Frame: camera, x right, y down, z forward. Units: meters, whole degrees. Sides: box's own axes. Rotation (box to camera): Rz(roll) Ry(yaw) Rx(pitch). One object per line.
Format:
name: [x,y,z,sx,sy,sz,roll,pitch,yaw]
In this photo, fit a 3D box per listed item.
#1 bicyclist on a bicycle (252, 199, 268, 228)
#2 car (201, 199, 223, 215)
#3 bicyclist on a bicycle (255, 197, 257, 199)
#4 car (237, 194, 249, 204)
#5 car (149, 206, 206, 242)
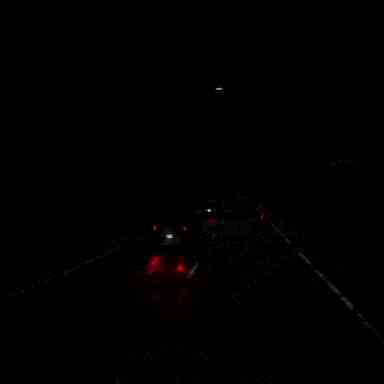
bicyclist on a bicycle: [4.496,1.439,21.421,0.866,1.612,1.509,0,0,9]
car: [2.008,1.509,34.299,1.837,1.490,4.892,0,0,8]
bicyclist on a bicycle: [5.874,1.375,30.580,0.659,1.776,1.843,0,0,8]
car: [9.830,1.574,63.397,1.994,1.385,4.181,0,0,9]
car: [-0.620,1.602,16.493,1.895,1.301,4.718,0,0,8]
